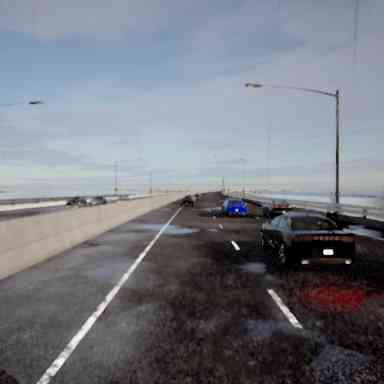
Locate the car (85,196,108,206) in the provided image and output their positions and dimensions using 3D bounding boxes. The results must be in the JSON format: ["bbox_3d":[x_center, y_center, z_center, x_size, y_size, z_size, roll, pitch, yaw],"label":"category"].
[{"bbox_3d":[-13.630,1.338,48.797,1.812,1.442,4.674,0,0,1],"label":"car"}]

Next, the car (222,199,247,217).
[{"bbox_3d":[3.776,1.367,30.231,1.882,1.535,5.008,0,0,1],"label":"car"}]

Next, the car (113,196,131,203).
[{"bbox_3d":[-10.134,1.304,48.719,2.128,1.511,4.902,0,0,1],"label":"car"}]

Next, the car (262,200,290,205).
[{"bbox_3d":[7.260,1.388,28.657,2.128,1.511,4.902,0,0,1],"label":"car"}]

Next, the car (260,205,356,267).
[{"bbox_3d":[3.631,1.440,11.310,1.882,1.535,5.008,0,0,0],"label":"car"}]

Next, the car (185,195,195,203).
[{"bbox_3d":[-0.322,1.255,62.950,1.837,1.490,4.892,0,0,1],"label":"car"}]

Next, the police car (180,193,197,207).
[{"bbox_3d":[-0.641,1.246,47.087,1.930,1.638,5.238,0,0,1],"label":"police car"}]

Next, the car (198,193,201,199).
[{"bbox_3d":[1.209,1.041,81.615,2.128,1.511,4.902,0,0,2],"label":"car"}]

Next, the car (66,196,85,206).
[{"bbox_3d":[-17.105,1.313,49.601,1.837,1.490,4.892,0,0,1],"label":"car"}]
